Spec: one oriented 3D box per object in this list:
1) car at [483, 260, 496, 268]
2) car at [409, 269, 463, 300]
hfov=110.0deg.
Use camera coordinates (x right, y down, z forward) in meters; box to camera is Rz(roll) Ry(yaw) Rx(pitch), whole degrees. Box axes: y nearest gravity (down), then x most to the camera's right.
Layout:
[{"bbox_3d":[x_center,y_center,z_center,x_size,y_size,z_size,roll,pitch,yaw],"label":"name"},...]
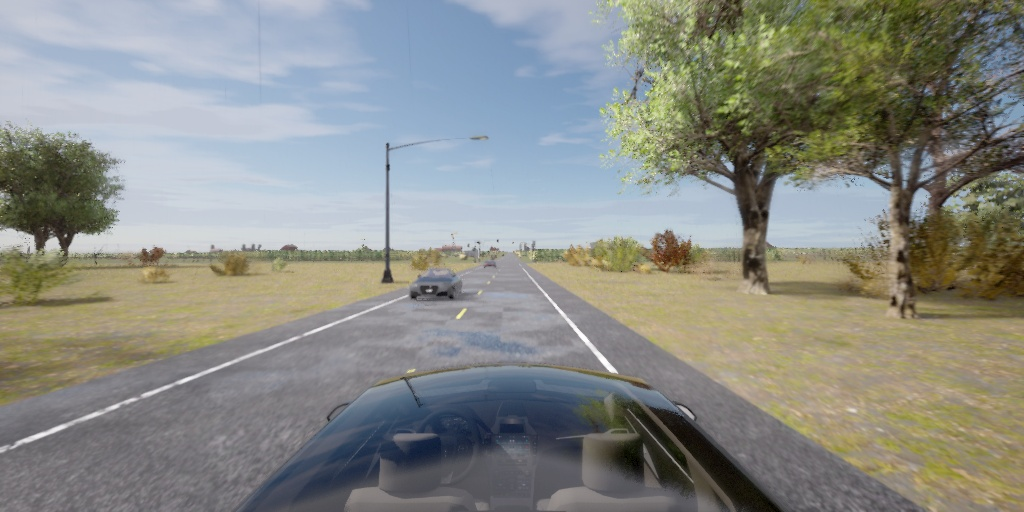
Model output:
[{"bbox_3d":[-3.557,1.275,58.072,1.994,1.385,4.181,0,0,0],"label":"car"},{"bbox_3d":[-3.600,1.315,17.569,1.994,1.385,4.181,0,0,0],"label":"car"}]
